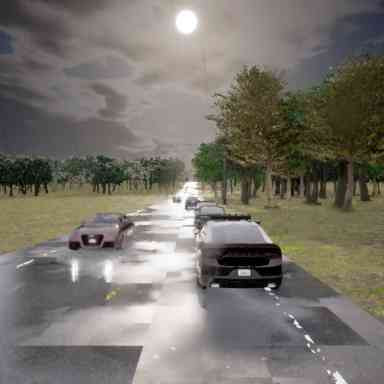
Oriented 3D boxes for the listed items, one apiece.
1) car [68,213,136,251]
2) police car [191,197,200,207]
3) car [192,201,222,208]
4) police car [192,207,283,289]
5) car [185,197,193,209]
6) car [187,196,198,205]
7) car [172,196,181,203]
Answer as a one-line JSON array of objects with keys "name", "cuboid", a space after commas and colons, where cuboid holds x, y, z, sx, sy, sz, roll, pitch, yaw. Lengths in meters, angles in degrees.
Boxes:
[{"name": "car", "cuboid": [-3.585, 1.572, 13.947, 1.994, 1.385, 4.181, 0, 0, 0]}, {"name": "police car", "cuboid": [1.079, 1.459, 25.305, 1.930, 1.638, 5.238, 0, 0, 0]}, {"name": "car", "cuboid": [1.071, 1.496, 19.194, 1.882, 1.535, 5.008, 0, 0, 0]}, {"name": "police car", "cuboid": [1.060, 1.428, 9.302, 1.930, 1.638, 5.238, 0, 0, 0]}, {"name": "car", "cuboid": [0.092, 1.446, 47.176, 2.097, 1.767, 4.553, 0, 0, 1]}, {"name": "car", "cuboid": [0.073, 1.581, 61.826, 1.882, 1.535, 5.008, 0, 0, 0]}, {"name": "car", "cuboid": [-3.411, 1.578, 74.997, 2.128, 1.511, 4.902, 0, 0, 0]}]
